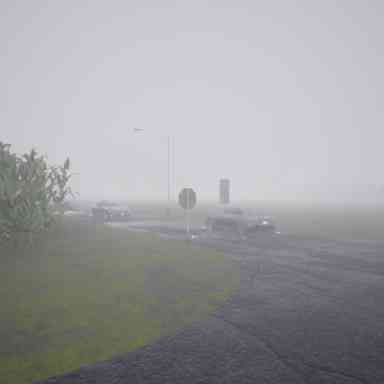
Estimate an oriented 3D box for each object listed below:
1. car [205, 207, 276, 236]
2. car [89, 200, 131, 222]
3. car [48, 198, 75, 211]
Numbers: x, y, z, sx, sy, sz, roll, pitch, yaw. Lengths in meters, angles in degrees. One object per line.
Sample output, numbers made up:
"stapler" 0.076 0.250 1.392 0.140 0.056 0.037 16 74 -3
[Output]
"car" 2.524 1.498 18.203 1.994 1.385 4.181 0 0 -34
"car" -6.387 1.369 25.590 1.837 1.490 4.892 0 0 -37
"car" -14.247 1.344 36.235 1.994 1.385 4.181 0 0 -36
